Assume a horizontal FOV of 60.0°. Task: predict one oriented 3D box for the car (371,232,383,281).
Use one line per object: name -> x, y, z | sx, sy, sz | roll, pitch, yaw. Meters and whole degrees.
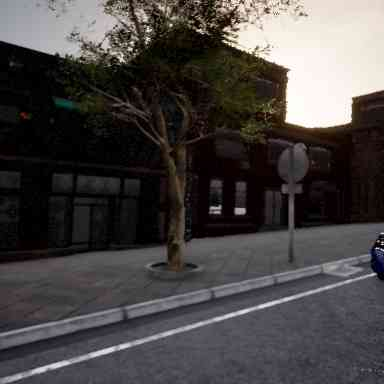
car -> 6.898, 1.227, 8.601 | 5.566, 2.045, 2.150 | 0, 0, -35
